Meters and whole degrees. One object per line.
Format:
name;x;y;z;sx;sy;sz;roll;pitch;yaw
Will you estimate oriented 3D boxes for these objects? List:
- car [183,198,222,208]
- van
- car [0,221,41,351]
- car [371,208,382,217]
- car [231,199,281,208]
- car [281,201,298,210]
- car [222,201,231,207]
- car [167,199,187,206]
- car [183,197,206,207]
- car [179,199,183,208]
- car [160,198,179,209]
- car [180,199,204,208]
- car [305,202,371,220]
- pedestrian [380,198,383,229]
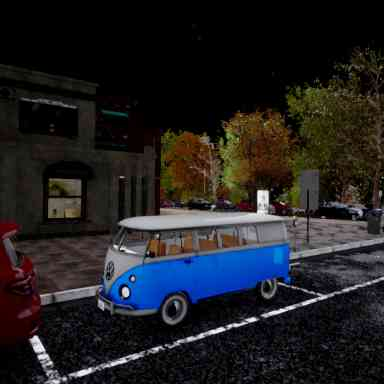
car;1.308;1.779;44.084;2.128;1.511;4.902;1;-1;-34
van;0.214;1.342;6.709;3.998;1.788;1.690;0;1;-35
car;-4.293;1.315;3.483;5.009;1.841;2.192;0;1;-35
car;14.817;1.733;29.924;1.895;1.301;4.718;1;-1;-34
car;6.833;1.538;35.922;2.097;1.767;4.553;1;-1;-34
car;9.735;1.751;37.428;1.812;1.442;4.674;1;-1;-34
car;4.286;1.872;45.474;2.033;1.411;5.357;1;-1;-34
car;-3.095;2.172;68.122;1.812;1.442;4.674;1;-1;-34
car;0.424;1.935;63.006;2.097;1.767;4.553;1;-1;-34
car;-1.826;1.985;54.567;2.033;1.411;5.357;1;-1;-34
car;-4.482;1.745;52.697;2.097;1.767;4.553;1;-1;-34
car;-0.011;2.024;57.826;1.812;1.442;4.674;1;-1;-34
car;11.979;1.583;28.300;2.128;1.511;4.902;1;-1;-34
pedestrian;10.548;1.146;18.104;0.375;1.860;0.375;1;0;-35
